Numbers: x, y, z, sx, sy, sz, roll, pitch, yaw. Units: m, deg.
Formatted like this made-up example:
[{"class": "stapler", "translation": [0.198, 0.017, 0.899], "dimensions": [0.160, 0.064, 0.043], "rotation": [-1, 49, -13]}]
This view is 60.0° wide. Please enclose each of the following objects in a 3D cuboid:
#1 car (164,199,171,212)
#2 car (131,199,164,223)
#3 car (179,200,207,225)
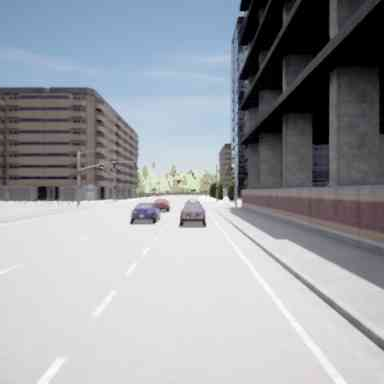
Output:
[{"class": "car", "translation": [-3.426, 1.461, 37.526], "dimensions": [1.812, 1.442, 4.674], "rotation": [0, 0, 0]}, {"class": "car", "translation": [-3.418, 1.482, 24.995], "dimensions": [1.812, 1.442, 4.674], "rotation": [0, 0, 0]}, {"class": "car", "translation": [0.084, 1.506, 23.452], "dimensions": [2.033, 1.411, 5.357], "rotation": [0, 0, 1]}]
